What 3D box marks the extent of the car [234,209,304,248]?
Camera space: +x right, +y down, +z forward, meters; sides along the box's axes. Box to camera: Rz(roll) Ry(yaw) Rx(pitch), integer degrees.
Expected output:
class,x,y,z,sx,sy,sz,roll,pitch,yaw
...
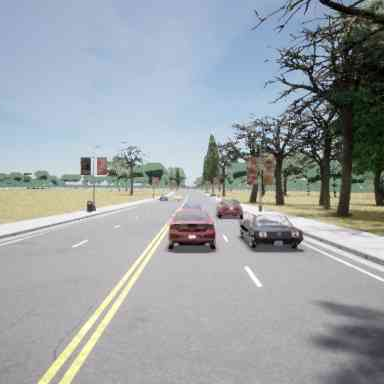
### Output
class,x,y,z,sx,sy,sz,roll,pitch,yaw
car,3.250,1.626,14.682,1.895,1.301,4.718,0,0,0

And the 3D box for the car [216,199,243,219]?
class,x,y,z,sx,sy,sz,roll,pitch,yaw
car,3.250,1.377,29.622,2.097,1.767,4.553,0,0,0

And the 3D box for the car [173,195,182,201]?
class,x,y,z,sx,sy,sz,roll,pitch,yaw
car,-3.249,1.358,76.722,1.882,1.535,5.008,0,0,0

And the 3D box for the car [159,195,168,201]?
class,x,y,z,sx,sy,sz,roll,pitch,yaw
car,-6.499,1.433,76.722,1.994,1.385,4.181,0,0,0

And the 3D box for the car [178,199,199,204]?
class,x,y,z,sx,sy,sz,roll,pitch,yaw
car,0.000,1.574,29.652,2.033,1.411,5.357,0,0,0

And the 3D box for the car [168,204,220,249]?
class,x,y,z,sx,sy,sz,roll,pitch,yaw
car,0.000,1.494,14.652,1.882,1.535,5.008,0,0,0
